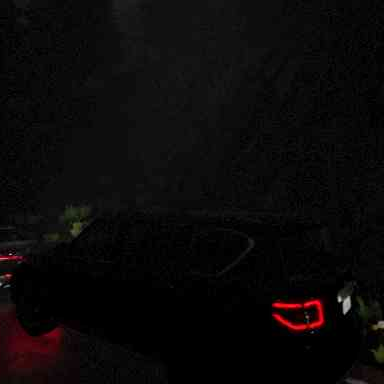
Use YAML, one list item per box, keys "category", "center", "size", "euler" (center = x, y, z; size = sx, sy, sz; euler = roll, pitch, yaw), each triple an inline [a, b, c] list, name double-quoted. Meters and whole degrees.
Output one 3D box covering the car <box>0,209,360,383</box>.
- category: "car"
  center: [-0.538, 1.280, 5.090]
  size: [5.566, 2.045, 2.150]
  euler: [0, -1, 36]
